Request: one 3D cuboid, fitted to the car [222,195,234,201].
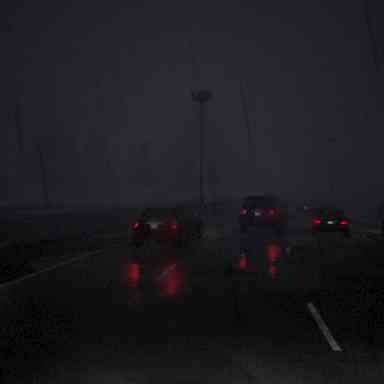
[{"bbox_3d":[7.182,1.507,50.207,1.837,1.490,4.892,0,0,44],"label":"car"}]

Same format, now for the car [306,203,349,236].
[{"bbox_3d":[7.628,1.547,18.534,2.033,1.411,5.357,0,0,21],"label":"car"}]

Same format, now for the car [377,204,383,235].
[{"bbox_3d":[10.412,1.525,15.771,1.812,1.442,4.674,0,0,19],"label":"car"}]

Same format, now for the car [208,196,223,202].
[{"bbox_3d":[5.331,1.353,53.284,2.097,1.767,4.553,0,0,44],"label":"car"}]

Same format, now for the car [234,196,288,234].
[{"bbox_3d":[4.320,1.222,19.495,2.150,2.045,5.566,0,0,21],"label":"car"}]

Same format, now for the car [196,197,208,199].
[{"bbox_3d":[3.486,1.508,56.401,1.837,1.490,4.892,0,0,44],"label":"car"}]

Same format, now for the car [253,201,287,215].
[{"bbox_3d":[8.121,1.601,34.367,1.895,1.301,4.718,0,0,34],"label":"car"}]

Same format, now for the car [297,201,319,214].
[{"bbox_3d":[12.265,1.564,34.147,1.994,1.385,4.181,0,0,35],"label":"car"}]

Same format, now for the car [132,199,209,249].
[{"bbox_3d":[-0.885,1.352,14.820,2.097,1.767,4.553,0,0,15],"label":"car"}]
